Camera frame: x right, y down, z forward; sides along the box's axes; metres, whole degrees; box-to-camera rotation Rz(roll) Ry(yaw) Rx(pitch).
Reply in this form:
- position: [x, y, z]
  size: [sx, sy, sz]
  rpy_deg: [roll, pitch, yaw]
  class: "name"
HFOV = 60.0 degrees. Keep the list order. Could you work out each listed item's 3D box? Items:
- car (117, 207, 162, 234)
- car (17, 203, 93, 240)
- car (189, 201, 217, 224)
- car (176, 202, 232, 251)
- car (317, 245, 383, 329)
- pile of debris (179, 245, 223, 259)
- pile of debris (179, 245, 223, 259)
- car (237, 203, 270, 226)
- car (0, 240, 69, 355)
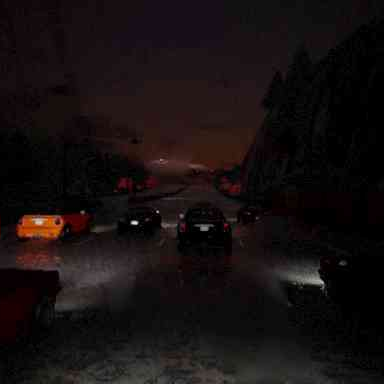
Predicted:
- position: [-2.866, 1.538, 18.934]
  size: [1.994, 1.385, 4.181]
  rpy_deg: [0, 0, 2]
  class: "car"
- position: [-6.441, 1.316, 16.247]
  size: [2.097, 1.767, 4.553]
  rpy_deg: [0, 0, 2]
  class: "car"
- position: [0.847, 1.528, 26.339]
  size: [2.033, 1.411, 5.357]
  rpy_deg: [0, 0, 2]
  class: "car"
- position: [0.506, 1.343, 14.237]
  size: [2.097, 1.767, 4.553]
  rpy_deg: [0, 0, 1]
  class: "car"
- position: [3.746, 1.556, 5.214]
  size: [2.033, 1.411, 5.357]
  rpy_deg: [0, 0, 1]
  class: "car"
- position: [0.325, 2.166, 12.121]
  size: [1.500, 0.140, 1.860]
  rpy_deg: [0, 0, 2]
  class: "pile of debris"
- position: [0.325, 2.166, 12.121]
  size: [1.500, 0.140, 1.860]
  rpy_deg: [0, 0, 2]
  class: "pile of debris"
- position: [4.270, 1.520, 23.548]
  size: [1.812, 1.442, 4.674]
  rpy_deg: [0, 0, 2]
  class: "car"
- position: [-3.264, 1.586, 3.824]
  size: [1.895, 1.301, 4.718]
  rpy_deg: [0, 0, 1]
  class: "car"
